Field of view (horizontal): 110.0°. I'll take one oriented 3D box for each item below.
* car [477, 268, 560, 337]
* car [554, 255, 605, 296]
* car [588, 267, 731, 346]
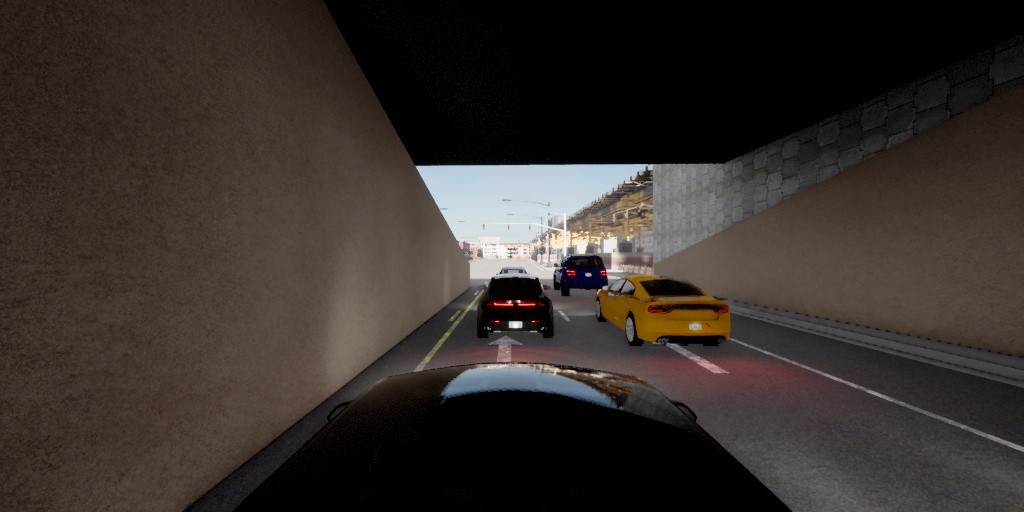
[{"bbox_3d":[0.076,1.255,10.258,1.837,1.490,4.892,0,0,0],"label":"car"},{"bbox_3d":[3.568,0.971,19.429,2.150,2.045,5.566,0,0,0],"label":"car"},{"bbox_3d":[3.574,1.228,9.459,1.882,1.535,5.008,0,0,0],"label":"car"}]
